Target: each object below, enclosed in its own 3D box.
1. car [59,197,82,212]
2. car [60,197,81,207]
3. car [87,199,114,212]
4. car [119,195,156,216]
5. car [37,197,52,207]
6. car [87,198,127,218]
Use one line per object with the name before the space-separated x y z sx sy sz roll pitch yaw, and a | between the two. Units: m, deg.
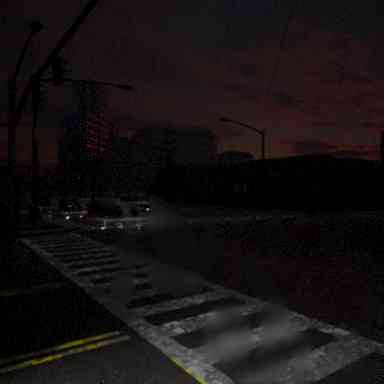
car | -14.970 1.582 40.833 1.837 1.490 4.892 0 -1 -36
car | -19.505 1.577 53.289 1.882 1.535 5.008 0 0 -35
car | -11.633 1.663 42.197 1.994 1.385 4.181 0 0 -35
car | -5.819 1.321 34.049 2.150 2.045 5.566 0 0 -36
car | -24.108 1.586 53.755 1.837 1.490 4.892 0 -1 -35
car | -8.372 1.554 31.592 1.882 1.535 5.008 0 0 -36
